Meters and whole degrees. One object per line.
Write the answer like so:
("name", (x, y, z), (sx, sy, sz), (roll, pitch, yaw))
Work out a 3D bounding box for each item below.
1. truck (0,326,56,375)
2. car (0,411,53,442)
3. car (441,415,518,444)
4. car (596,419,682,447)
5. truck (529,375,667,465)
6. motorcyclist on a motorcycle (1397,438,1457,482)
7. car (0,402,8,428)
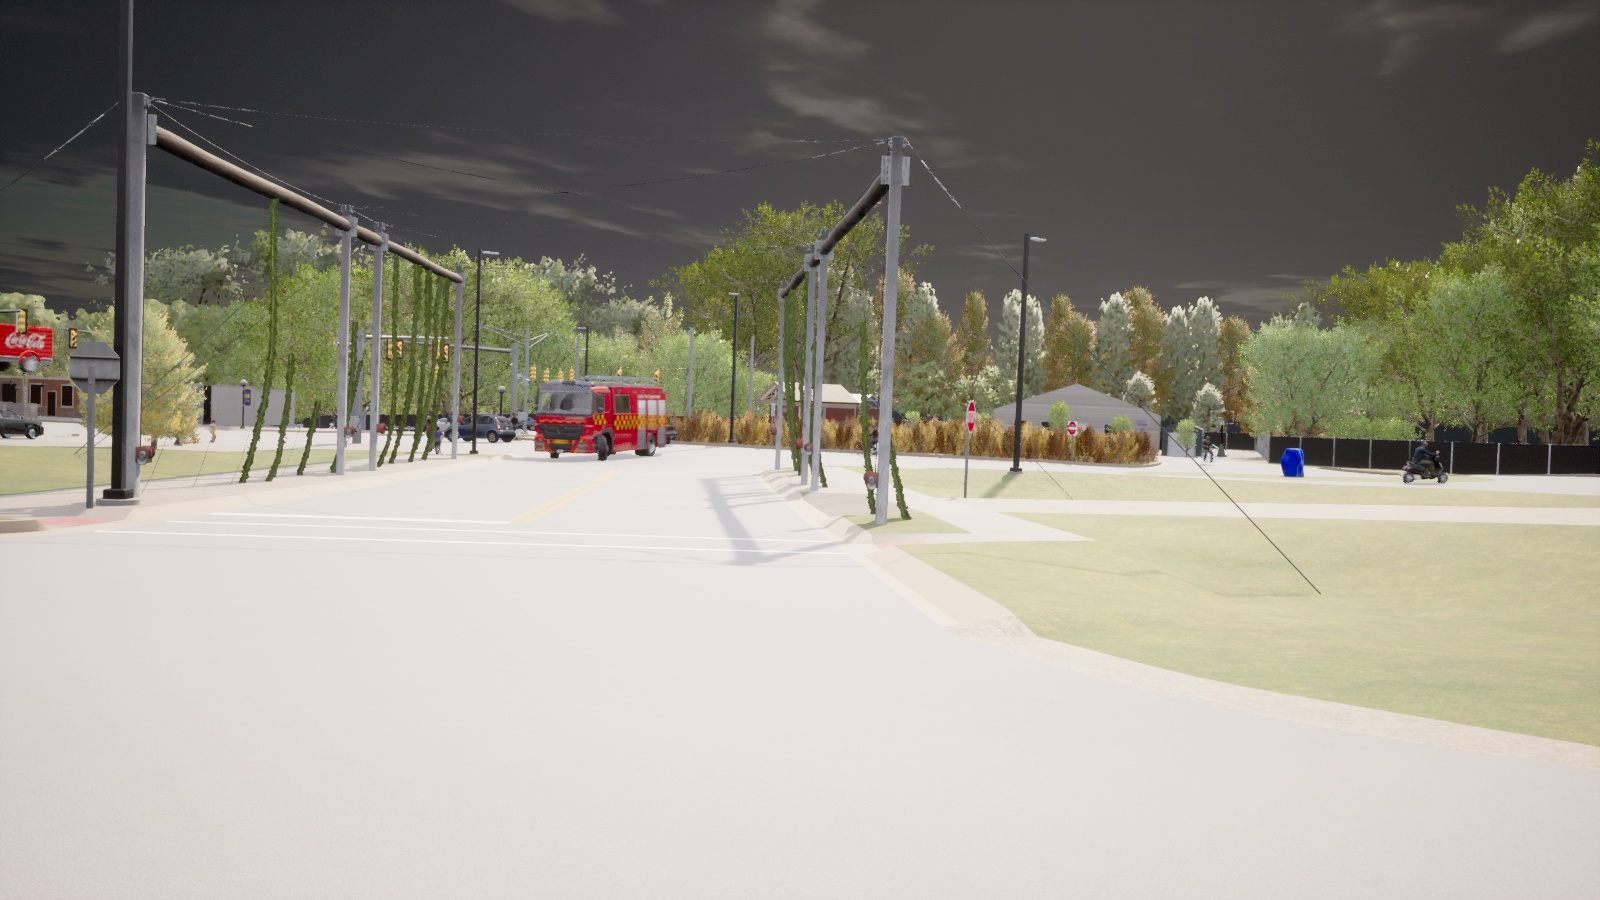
("truck", (-43.567, -5.455, 67.794), (2.627, 2.467, 5.204), (5, 3, 21))
("car", (-39.792, -1.176, 61.952), (2.128, 1.511, 4.902), (2, 1, 16))
("car", (-18.559, -1.212, 72.719), (3.988, 1.617, 1.851), (1, 2, 20))
("car", (-9.381, -1.016, 72.962), (4.892, 1.490, 1.837), (2, 3, 31))
("truck", (-9.253, -1.490, 58.670), (2.891, 3.827, 8.468), (2, 3, 17))
("motorcyclist on a motorcycle", (23.257, 0.374, 46.593), (1.817, 1.590, 0.866), (1, -1, -4))
("car", (-53.731, -2.289, 80.722), (5.027, 1.651, 2.152), (2, 2, 21))
